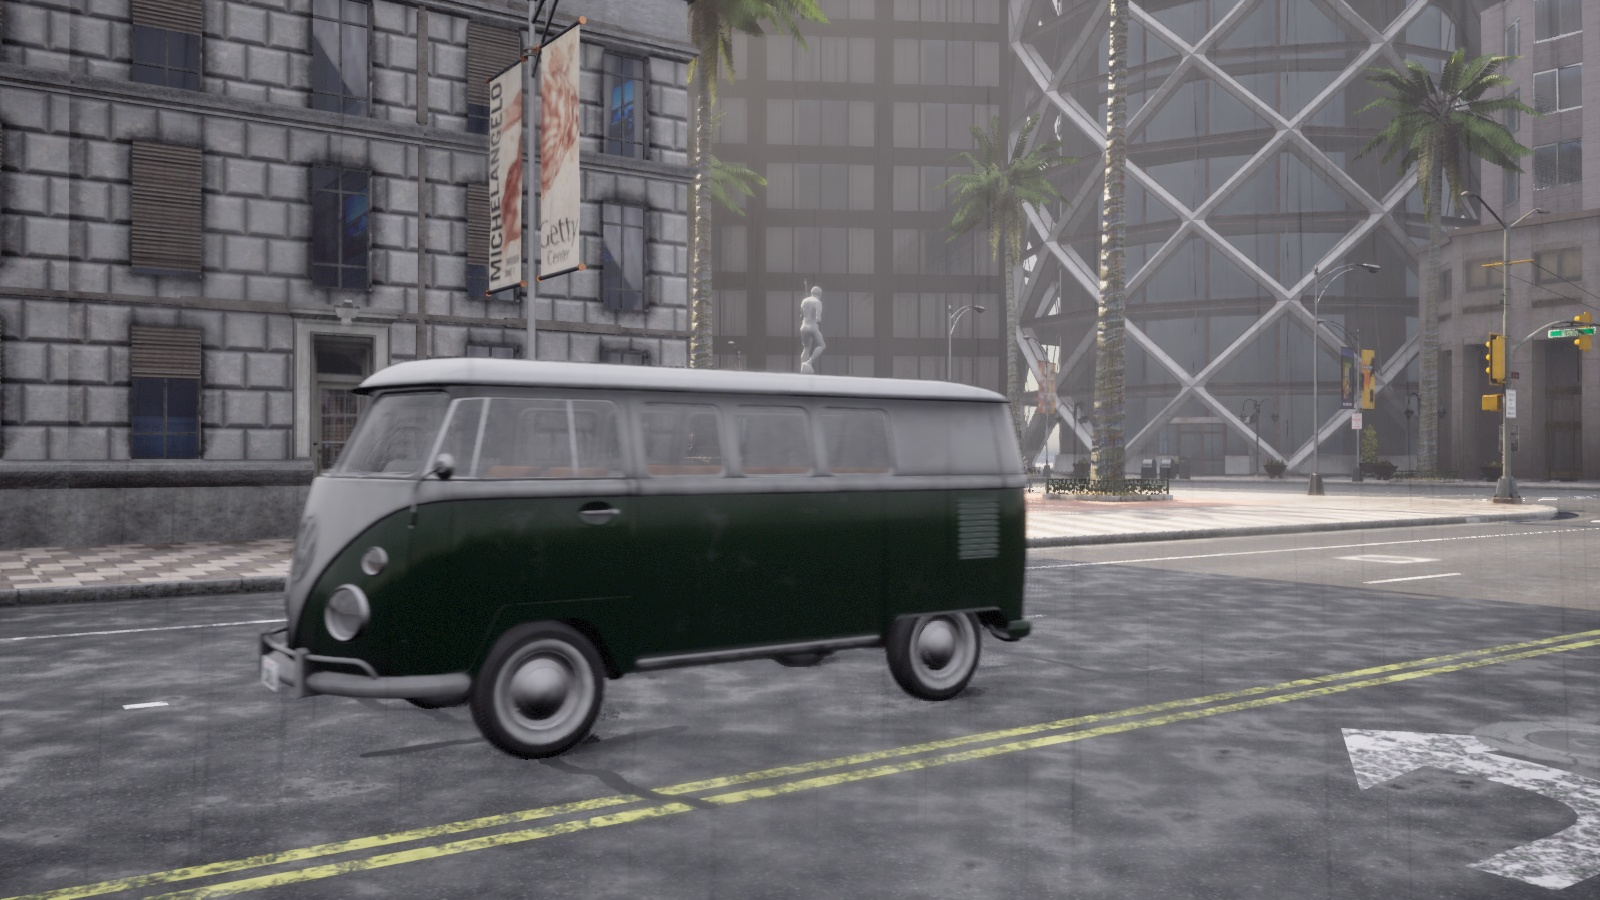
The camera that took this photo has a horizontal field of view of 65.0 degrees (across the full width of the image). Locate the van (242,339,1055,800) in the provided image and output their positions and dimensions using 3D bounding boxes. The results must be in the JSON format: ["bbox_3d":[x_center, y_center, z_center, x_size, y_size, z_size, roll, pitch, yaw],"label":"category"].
[{"bbox_3d":[-0.723,0.517,7.407,4.442,1.987,1.775,0,0,-35],"label":"van"}]
